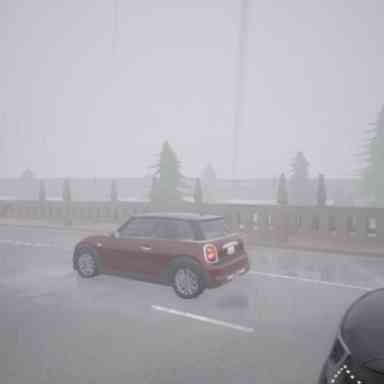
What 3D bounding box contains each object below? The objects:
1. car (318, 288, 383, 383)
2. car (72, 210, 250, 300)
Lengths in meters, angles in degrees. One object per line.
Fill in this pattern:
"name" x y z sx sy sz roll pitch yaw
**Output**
"car" 3.442 1.191 1.331 5.566 2.045 2.150 0 0 37
"car" -0.935 1.299 8.451 4.553 1.767 2.097 0 0 33
